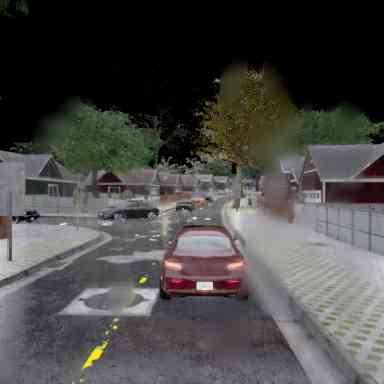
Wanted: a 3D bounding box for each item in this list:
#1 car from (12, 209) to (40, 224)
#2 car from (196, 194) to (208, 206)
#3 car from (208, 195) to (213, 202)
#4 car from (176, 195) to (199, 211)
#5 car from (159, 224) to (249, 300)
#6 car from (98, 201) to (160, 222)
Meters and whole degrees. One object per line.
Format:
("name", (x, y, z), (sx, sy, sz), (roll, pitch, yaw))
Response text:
("car", (-12.530, 1.363, 21.657), (4.718, 1.301, 1.895), (1, 0, 3))
("car", (0.864, 1.183, 52.624), (2.097, 1.767, 4.553), (0, 0, 8))
("car", (3.068, 1.316, 67.053), (1.895, 1.301, 4.718), (0, 0, 10))
("car", (-0.710, 1.477, 39.307), (2.033, 1.411, 5.357), (0, 0, 6))
("car", (0.282, 1.527, 8.293), (1.812, 1.442, 4.674), (0, 0, 1))
("car", (-4.721, 1.435, 25.409), (4.892, 1.490, 1.837), (2, 1, -43))
